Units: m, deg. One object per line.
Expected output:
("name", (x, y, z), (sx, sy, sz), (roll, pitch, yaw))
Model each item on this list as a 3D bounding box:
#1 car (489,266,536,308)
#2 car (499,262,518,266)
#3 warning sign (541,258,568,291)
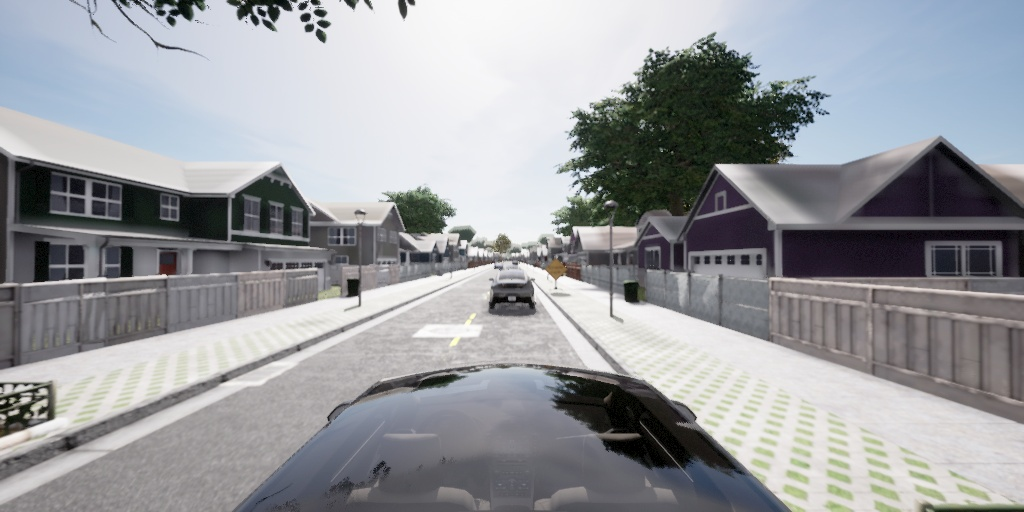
("car", (0.005, 1.399, 16.162), (1.837, 1.490, 4.892), (0, 0, 0))
("car", (0.006, 1.548, 31.149), (1.837, 1.490, 4.892), (0, 0, 0))
("warning sign", (2.519, 1.049, 20.468), (1.300, 1.860, 1.060), (0, 0, 0))
